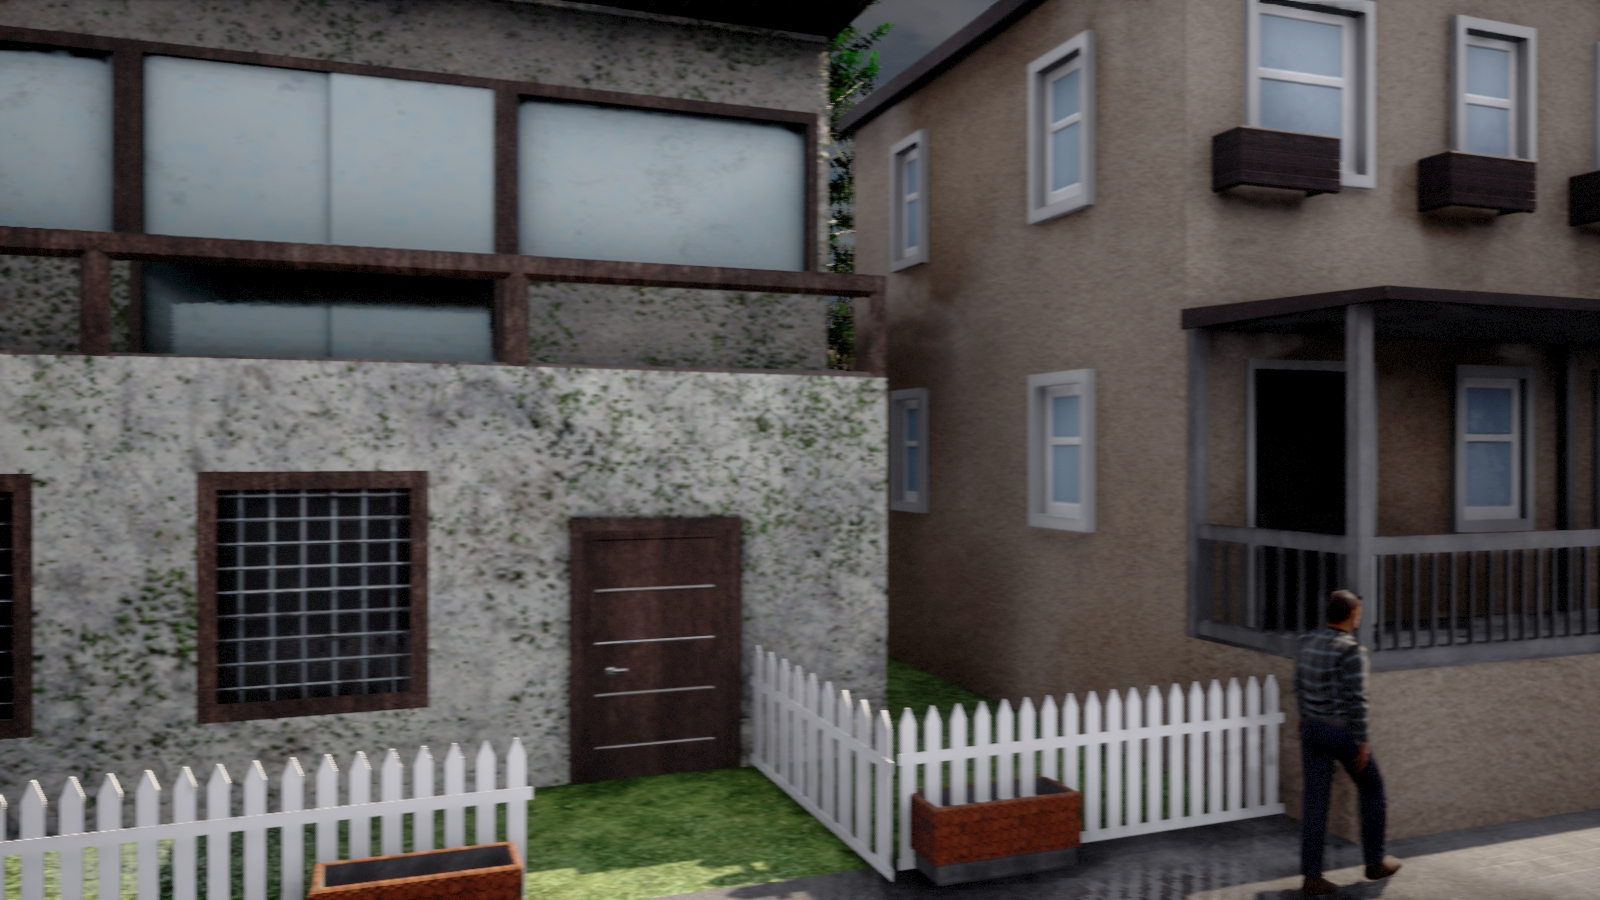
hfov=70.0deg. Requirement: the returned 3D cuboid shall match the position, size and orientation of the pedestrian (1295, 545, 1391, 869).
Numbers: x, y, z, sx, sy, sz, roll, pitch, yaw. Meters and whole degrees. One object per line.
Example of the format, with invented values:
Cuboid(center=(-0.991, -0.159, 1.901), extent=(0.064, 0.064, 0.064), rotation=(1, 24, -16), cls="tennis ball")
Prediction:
Cuboid(center=(3.292, 1.524, 6.934), extent=(0.375, 1.860, 0.375), rotation=(0, 0, -24), cls="pedestrian")
